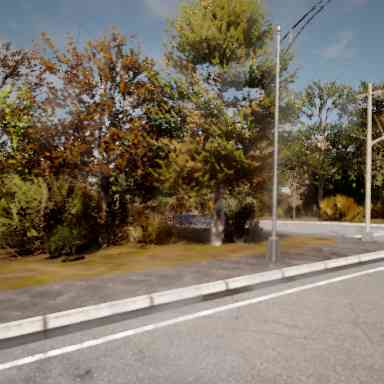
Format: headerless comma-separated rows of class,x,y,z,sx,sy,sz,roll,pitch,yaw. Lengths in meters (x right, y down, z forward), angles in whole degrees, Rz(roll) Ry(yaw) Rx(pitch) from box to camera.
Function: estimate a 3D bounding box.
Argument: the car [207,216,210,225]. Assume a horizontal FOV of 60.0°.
car,0.218,2.648,33.124,1.994,1.385,4.181,3,-5,-40
